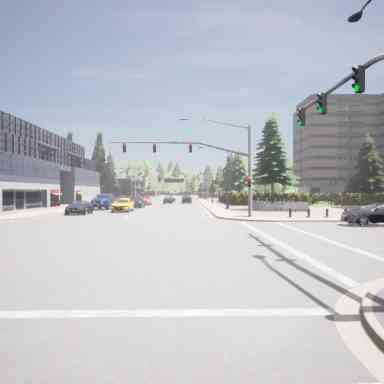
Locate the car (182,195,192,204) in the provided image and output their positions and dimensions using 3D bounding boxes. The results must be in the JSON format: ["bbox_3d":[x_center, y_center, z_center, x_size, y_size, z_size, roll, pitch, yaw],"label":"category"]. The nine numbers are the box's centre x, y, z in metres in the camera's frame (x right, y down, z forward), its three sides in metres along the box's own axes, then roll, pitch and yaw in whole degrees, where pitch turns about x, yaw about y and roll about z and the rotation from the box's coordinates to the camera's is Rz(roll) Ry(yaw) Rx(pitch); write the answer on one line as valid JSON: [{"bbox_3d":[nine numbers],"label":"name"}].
[{"bbox_3d":[-0.976,1.505,64.910,1.837,1.490,4.892,0,0,-1],"label":"car"}]

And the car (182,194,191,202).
[{"bbox_3d":[-1.213,1.355,74.976,2.097,1.767,4.553,0,0,-1],"label":"car"}]

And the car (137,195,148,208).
[{"bbox_3d":[-7.929,1.352,47.054,2.097,1.767,4.553,0,0,-1],"label":"car"}]

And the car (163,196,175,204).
[{"bbox_3d":[-4.573,1.547,64.587,2.033,1.411,5.357,0,0,-1],"label":"car"}]

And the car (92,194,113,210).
[{"bbox_3d":[-11.375,1.222,42.778,2.150,2.045,5.566,0,0,-1],"label":"car"}]

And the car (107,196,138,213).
[{"bbox_3d":[-7.806,1.478,37.817,1.882,1.535,5.008,0,0,-1],"label":"car"}]

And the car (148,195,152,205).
[{"bbox_3d":[-8.050,1.352,57.168,2.097,1.767,4.553,0,0,-1],"label":"car"}]

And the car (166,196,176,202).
[{"bbox_3d":[-4.718,1.510,75.222,1.895,1.301,4.718,0,0,-1],"label":"car"}]

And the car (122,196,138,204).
[{"bbox_3d":[-11.595,1.492,62.937,2.128,1.511,4.902,0,0,0],"label":"car"}]

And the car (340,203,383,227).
[{"bbox_3d":[12.502,1.492,22.191,4.902,1.511,2.128,0,0,-1],"label":"car"}]

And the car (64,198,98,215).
[{"bbox_3d":[-11.242,1.564,33.426,1.994,1.385,4.181,0,0,-1],"label":"car"}]

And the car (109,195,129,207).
[{"bbox_3d":[-11.499,1.352,52.678,2.097,1.767,4.553,0,0,-1],"label":"car"}]
